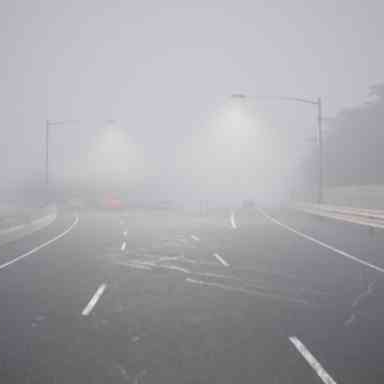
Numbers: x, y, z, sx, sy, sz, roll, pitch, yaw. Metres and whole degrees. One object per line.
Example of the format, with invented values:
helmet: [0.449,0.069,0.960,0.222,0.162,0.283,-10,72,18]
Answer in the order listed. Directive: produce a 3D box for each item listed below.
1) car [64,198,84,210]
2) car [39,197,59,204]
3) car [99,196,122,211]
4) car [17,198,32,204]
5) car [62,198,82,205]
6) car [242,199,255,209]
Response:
car: [-17.757,1.834,50.483,1.882,1.535,5.008,0,-1,-31]
car: [-32.592,2.139,74.705,4.718,1.301,1.895,0,0,42]
car: [-11.334,1.534,46.177,2.150,2.045,5.566,0,-1,-27]
car: [-37.485,2.055,74.468,4.892,1.490,1.837,0,0,42]
car: [-26.655,2.038,73.693,4.902,1.511,2.128,0,0,44]
car: [8.723,1.768,51.327,1.882,1.535,5.008,0,0,10]
